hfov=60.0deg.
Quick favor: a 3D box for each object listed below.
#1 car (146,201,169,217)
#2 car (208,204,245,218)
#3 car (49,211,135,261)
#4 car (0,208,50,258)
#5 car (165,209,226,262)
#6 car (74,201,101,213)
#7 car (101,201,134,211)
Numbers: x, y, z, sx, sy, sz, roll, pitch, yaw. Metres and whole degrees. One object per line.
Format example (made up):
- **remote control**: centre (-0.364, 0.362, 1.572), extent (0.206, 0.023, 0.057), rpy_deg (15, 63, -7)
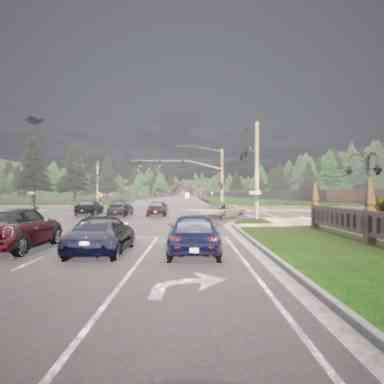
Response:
- **car**: centre (-3.436, 1.679, 33.418), extent (1.812, 1.442, 4.674), rpy_deg (0, 0, 0)
- **car**: centre (2.858, 1.737, 29.743), extent (1.895, 1.301, 4.718), rpy_deg (0, 0, 39)
- **car**: centre (-3.425, 1.621, 12.594), extent (1.994, 1.385, 4.181), rpy_deg (0, 0, 0)
- **car**: centre (-6.926, 1.413, 13.211), extent (2.097, 1.767, 4.553), rpy_deg (0, 0, 0)
- **car**: centre (0.074, 1.582, 12.268), extent (1.812, 1.442, 4.674), rpy_deg (0, 0, 0)
- **car**: centre (-10.426, 1.633, 33.969), extent (1.882, 1.535, 5.008), rpy_deg (0, 0, 0)
- **car**: centre (-6.928, 1.640, 32.411), extent (2.128, 1.511, 4.902), rpy_deg (0, 0, 0)
